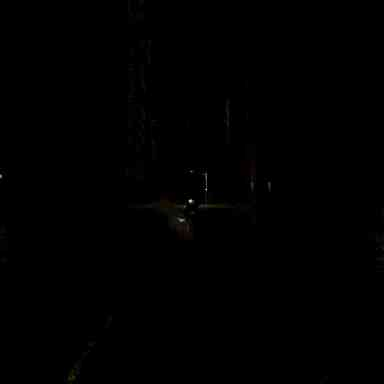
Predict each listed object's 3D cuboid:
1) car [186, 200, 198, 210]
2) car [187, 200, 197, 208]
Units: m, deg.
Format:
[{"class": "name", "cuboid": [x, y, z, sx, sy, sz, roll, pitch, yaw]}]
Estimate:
[{"class": "car", "cuboid": [0.001, 2.264, 56.957, 1.994, 1.385, 4.181, 0, -1, 0]}, {"class": "car", "cuboid": [0.001, 2.330, 66.961, 2.128, 1.511, 4.902, 0, -1, 0]}]
